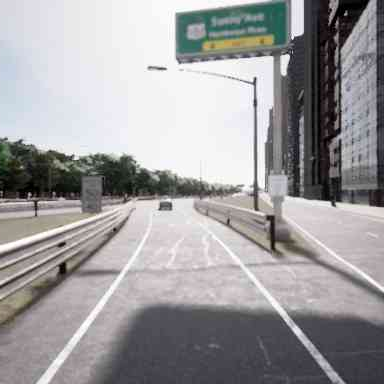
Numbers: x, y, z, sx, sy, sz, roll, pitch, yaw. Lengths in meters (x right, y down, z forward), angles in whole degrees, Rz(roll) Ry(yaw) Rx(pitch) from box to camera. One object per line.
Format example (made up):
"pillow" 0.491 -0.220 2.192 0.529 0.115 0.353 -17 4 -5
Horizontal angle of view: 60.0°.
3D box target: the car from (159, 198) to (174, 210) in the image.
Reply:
"car" -3.569 1.610 45.947 2.128 1.511 4.902 0 0 -3
